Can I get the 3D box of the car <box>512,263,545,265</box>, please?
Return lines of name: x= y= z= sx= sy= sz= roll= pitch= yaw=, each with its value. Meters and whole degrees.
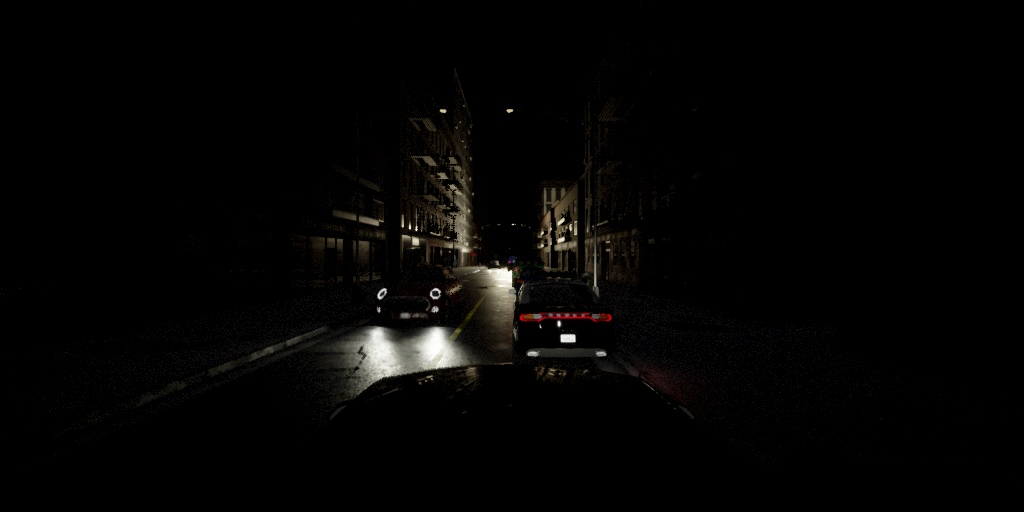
car: x=1.028 y=1.285 z=18.475 sx=1.812 sy=1.442 sz=4.674 roll=0 pitch=0 yaw=0

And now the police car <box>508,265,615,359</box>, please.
police car: x=0.957 y=1.176 z=8.584 sx=1.930 sy=1.638 sz=5.238 roll=0 pitch=0 yaw=0

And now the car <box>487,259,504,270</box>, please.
car: x=-2.703 y=1.430 z=54.942 sx=1.994 sy=1.385 sz=4.181 roll=0 pitch=0 yaw=1

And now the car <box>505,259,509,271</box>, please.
car: x=0.360 y=1.436 z=47.071 sx=1.895 sy=1.301 sz=4.718 roll=0 pitch=0 yaw=1

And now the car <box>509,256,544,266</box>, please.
car: x=1.072 y=0.993 z=24.506 sx=2.150 sy=2.045 sz=5.566 roll=0 pitch=0 yaw=0

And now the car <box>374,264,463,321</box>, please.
car: x=-3.016 y=1.105 z=12.413 sx=2.097 sy=1.767 sz=4.553 roll=0 pitch=0 yaw=0
